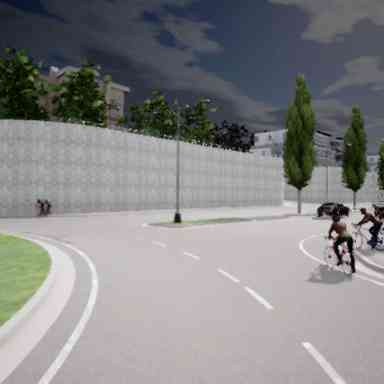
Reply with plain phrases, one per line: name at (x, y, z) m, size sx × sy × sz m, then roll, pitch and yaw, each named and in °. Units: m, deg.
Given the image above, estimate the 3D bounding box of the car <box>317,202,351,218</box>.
car at (14.156, 1.785, 33.105) m, size 1.837 × 1.490 × 4.892 m, roll 0°, pitch 0°, yaw 45°

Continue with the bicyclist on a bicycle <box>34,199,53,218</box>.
bicyclist on a bicycle at (-12.569, 1.401, 28.793) m, size 0.582 × 1.620 × 1.656 m, roll 10°, pitch 7°, yaw 15°

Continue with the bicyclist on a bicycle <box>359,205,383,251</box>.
bicyclist on a bicycle at (6.680, 1.423, 12.672) m, size 1.656 × 1.620 × 0.582 m, roll 0°, pitch 0°, yaw 12°

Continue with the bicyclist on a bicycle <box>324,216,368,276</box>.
bicyclist on a bicycle at (4.314, 1.538, 9.803) m, size 0.582 × 1.620 × 1.656 m, roll 1°, pitch -1°, yaw -5°

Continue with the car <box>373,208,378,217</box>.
car at (20.256, 1.855, 34.282) m, size 1.837 × 1.490 × 4.892 m, roll 0°, pitch 0°, yaw 45°

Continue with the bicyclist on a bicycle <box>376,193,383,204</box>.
bicyclist on a bicycle at (8.962, 0.291, 14.728) m, size 0.582 × 1.620 × 1.656 m, roll 1°, pitch 0°, yaw -40°
